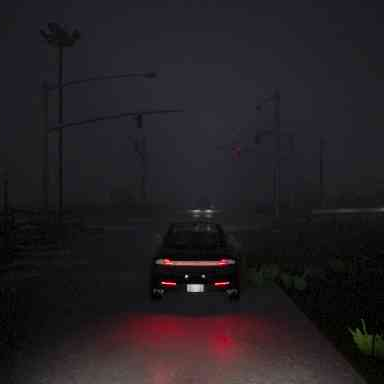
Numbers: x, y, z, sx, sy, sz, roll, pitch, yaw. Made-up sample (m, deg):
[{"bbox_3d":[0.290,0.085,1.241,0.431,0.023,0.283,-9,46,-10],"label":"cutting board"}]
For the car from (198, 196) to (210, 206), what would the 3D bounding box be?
[{"bbox_3d":[2.051,1.442,55.185,1.882,1.535,5.008,0,0,3],"label":"car"}]

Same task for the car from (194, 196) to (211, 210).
[{"bbox_3d":[1.422,1.491,42.909,1.812,1.442,4.674,0,0,3],"label":"car"}]

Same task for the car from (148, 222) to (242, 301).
[{"bbox_3d":[0.079,1.491,8.323,2.128,1.511,4.902,0,0,0],"label":"car"}]

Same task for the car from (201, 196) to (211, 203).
[{"bbox_3d":[2.868,1.528,69.567,1.994,1.385,4.181,0,0,3],"label":"car"}]
